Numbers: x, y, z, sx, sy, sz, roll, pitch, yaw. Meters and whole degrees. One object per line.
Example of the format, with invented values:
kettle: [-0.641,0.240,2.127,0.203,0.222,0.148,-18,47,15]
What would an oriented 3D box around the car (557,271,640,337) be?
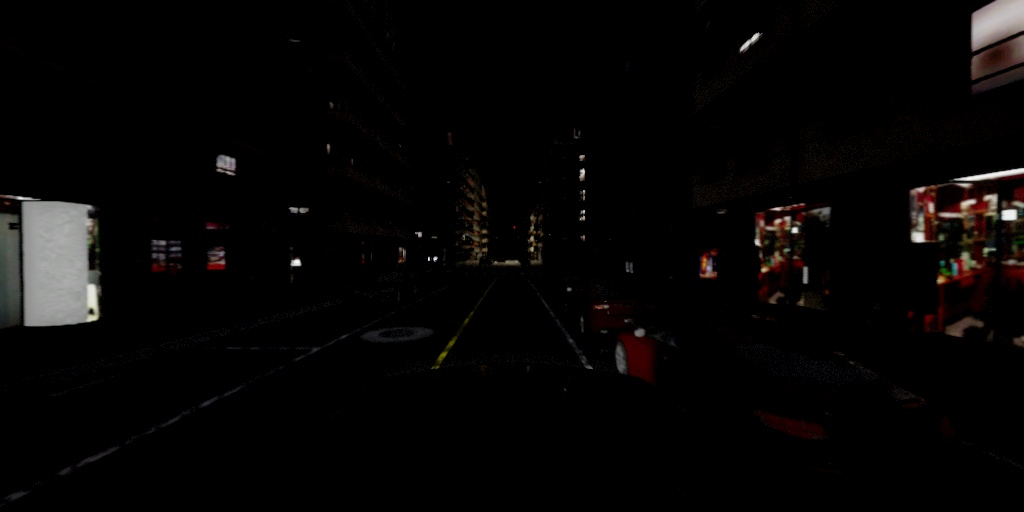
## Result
car: [2.563,1.277,10.083,1.888,1.381,4.507,0,0,0]

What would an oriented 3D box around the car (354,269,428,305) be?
car: [-5.319,1.271,15.628,2.007,1.370,4.403,0,0,0]

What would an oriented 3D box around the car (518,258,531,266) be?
car: [2.553,1.191,65.084,1.802,1.307,4.207,0,0,0]

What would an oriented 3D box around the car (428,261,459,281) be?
car: [-5.451,1.131,28.703,1.967,1.591,4.097,0,0,0]

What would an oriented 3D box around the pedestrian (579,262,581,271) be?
pedestrian: [7.004,0.819,37.163,0.375,1.860,0.375,-1,1,0]

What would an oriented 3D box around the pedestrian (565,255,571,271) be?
pedestrian: [6.003,0.820,38.363,0.375,1.860,0.375,-1,1,0]

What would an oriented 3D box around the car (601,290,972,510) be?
car: [2.564,1.326,4.418,1.802,1.307,4.207,0,0,0]

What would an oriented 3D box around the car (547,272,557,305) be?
car: [2.562,1.285,15.747,1.948,1.339,4.313,0,0,0]
